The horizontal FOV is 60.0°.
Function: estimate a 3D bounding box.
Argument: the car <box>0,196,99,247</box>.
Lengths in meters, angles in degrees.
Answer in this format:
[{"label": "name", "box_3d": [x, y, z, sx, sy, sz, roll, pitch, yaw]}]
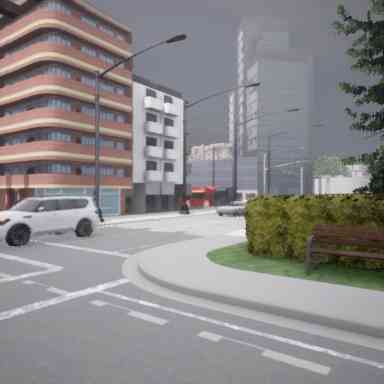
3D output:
[{"label": "car", "box_3d": [-6.960, 1.218, 15.614, 2.150, 2.045, 5.566, 0, 0, 33]}]

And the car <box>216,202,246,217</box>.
[{"label": "car", "box_3d": [4.144, 1.597, 31.295, 1.895, 1.301, 4.718, 0, 0, 36]}]
